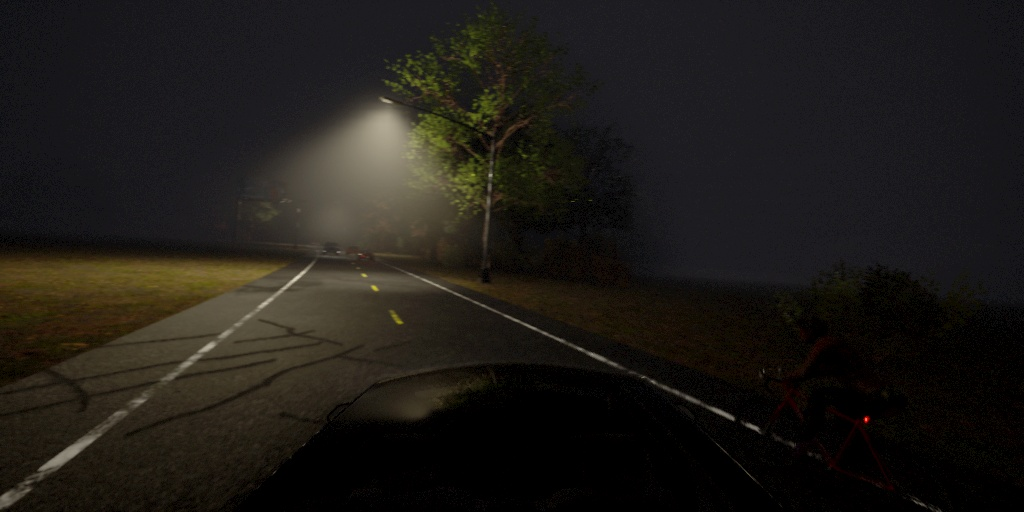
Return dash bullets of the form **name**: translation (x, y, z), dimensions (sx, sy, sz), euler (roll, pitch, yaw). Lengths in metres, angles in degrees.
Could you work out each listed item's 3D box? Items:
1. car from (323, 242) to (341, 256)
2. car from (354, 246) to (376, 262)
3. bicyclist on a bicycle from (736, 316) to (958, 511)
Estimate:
- **car**: translation (-27.685, -1.153, 54.995), dimensions (2.150, 2.045, 5.566), euler (4, 0, -28)
- **car**: translation (-18.348, -0.138, 44.947), dimensions (1.812, 1.442, 4.674), euler (4, 0, -27)
- **bicyclist on a bicycle**: translation (2.923, 1.414, 3.340), dimensions (0.582, 1.620, 1.656), euler (4, 0, -25)
